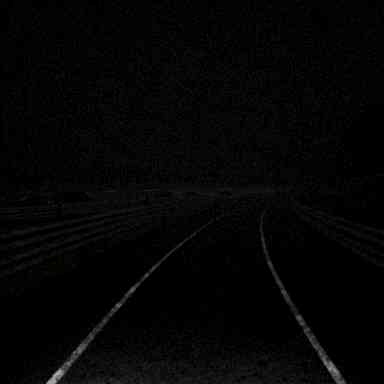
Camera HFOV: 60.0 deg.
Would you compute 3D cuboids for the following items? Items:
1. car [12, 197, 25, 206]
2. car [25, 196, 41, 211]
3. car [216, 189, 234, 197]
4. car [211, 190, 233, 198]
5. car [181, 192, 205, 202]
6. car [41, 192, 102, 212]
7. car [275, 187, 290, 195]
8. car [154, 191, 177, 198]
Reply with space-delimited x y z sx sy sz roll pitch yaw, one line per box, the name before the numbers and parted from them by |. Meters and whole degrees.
car | -17.512 1.201 37.489 1.882 1.535 5.008 1 2 34
car | -14.620 1.261 35.518 2.128 1.511 4.902 1 2 34
car | 7.364 0.187 73.992 1.882 1.535 5.008 1 2 34
car | 5.756 0.510 65.420 1.895 1.301 4.718 1 2 34
car | 0.216 0.776 51.072 1.837 1.490 4.892 1 2 34
car | -11.716 1.014 33.559 2.150 2.045 5.566 1 2 34
car | 22.450 0.005 83.701 1.812 1.442 4.674 1 1 34
car | -4.444 0.641 56.664 1.837 1.490 4.892 1 2 34
